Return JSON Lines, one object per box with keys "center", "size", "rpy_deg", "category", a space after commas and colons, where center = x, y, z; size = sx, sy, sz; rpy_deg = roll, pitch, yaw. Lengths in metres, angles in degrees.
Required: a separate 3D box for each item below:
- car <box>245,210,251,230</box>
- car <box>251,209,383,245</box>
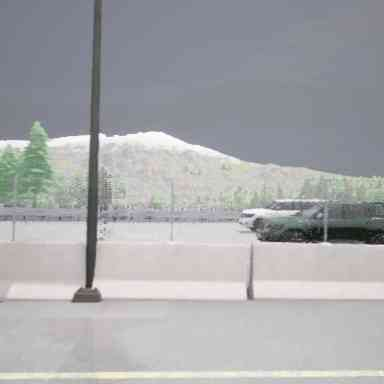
{"center": [5.693, 1.430, 20.181], "size": [5.566, 2.045, 2.150], "rpy_deg": [1, 0, -2], "category": "car"}
{"center": [5.424, 1.372, 13.170], "size": [5.566, 2.045, 2.150], "rpy_deg": [1, 0, -2], "category": "car"}
